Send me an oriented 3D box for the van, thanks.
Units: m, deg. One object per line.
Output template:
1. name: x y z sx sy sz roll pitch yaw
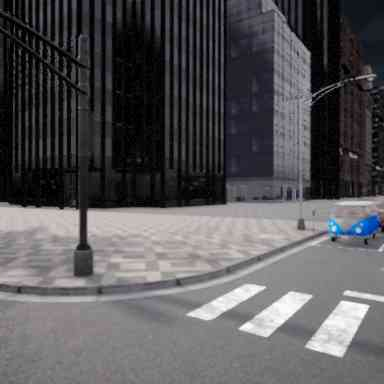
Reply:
1. van: 7.430 1.313 15.232 1.690 1.788 3.998 0 0 35

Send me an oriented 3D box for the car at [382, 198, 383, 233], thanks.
1. car: 10.725 1.282 19.855 2.192 1.841 5.009 0 0 35

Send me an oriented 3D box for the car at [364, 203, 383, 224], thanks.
1. car: 14.020 1.545 24.479 1.802 1.307 4.206 0 0 35
